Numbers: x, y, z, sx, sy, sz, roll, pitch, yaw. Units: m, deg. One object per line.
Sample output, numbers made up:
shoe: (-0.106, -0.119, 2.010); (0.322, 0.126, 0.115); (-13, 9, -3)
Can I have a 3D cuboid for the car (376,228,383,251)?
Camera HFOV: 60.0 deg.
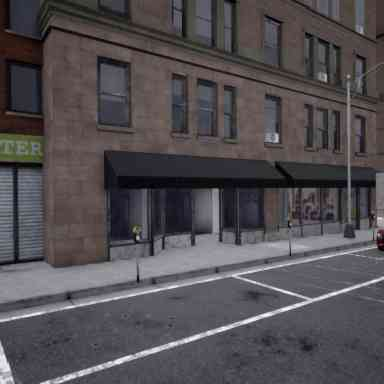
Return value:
car: (8.866, 1.540, 12.865); (4.507, 1.381, 1.887); (0, -1, -35)
